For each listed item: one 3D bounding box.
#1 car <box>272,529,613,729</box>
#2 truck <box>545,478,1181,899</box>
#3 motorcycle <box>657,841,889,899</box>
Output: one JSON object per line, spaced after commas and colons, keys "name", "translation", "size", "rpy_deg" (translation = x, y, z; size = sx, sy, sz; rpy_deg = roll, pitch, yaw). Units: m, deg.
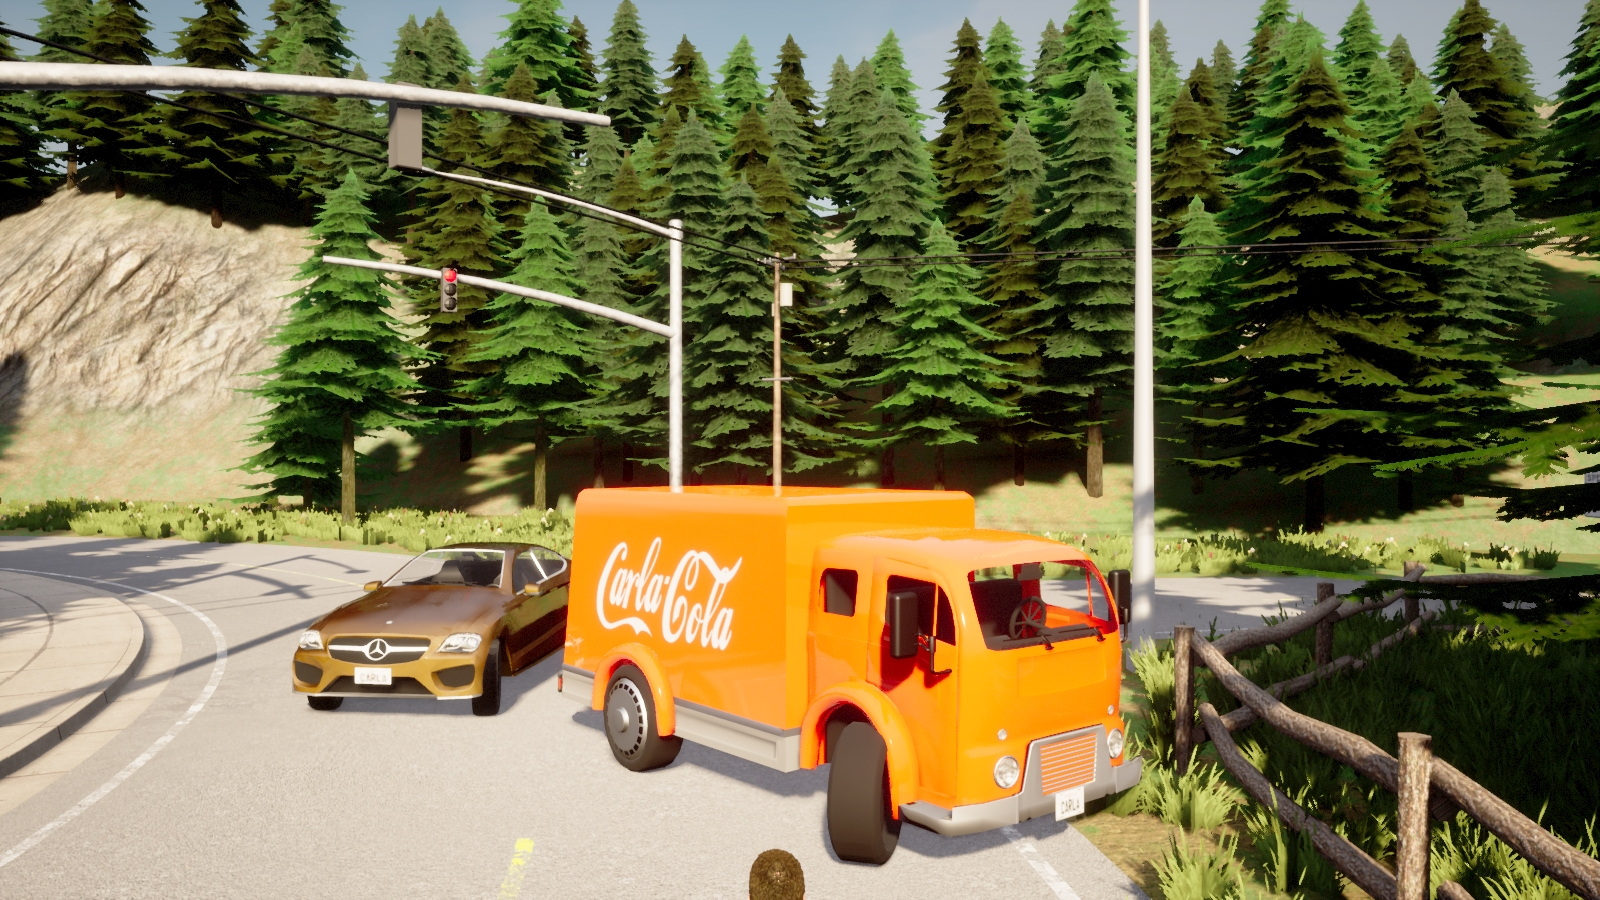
{"name": "car", "translation": [-4.038, 1.970, 14.038], "size": [2.152, 1.651, 5.027], "rpy_deg": [0, 0, 6]}
{"name": "truck", "translation": [0.202, 1.542, 9.769], "size": [2.627, 2.467, 5.204], "rpy_deg": [0, 0, -39]}
{"name": "motorcycle", "translation": [-0.074, 2.159, 3.526], "size": [0.803, 1.199, 2.033], "rpy_deg": [0, 0, -2]}
